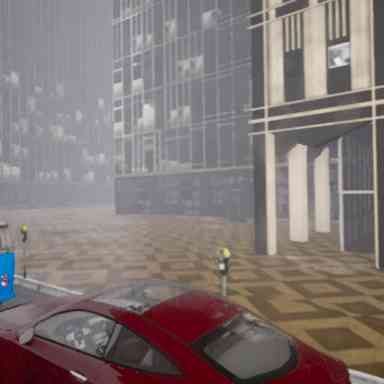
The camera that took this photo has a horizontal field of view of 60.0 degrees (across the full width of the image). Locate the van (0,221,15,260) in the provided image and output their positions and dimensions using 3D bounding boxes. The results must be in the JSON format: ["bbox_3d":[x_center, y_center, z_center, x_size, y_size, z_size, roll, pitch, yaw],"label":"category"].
[{"bbox_3d":[-5.139,1.341,6.562,3.998,1.788,1.690,0,-1,36],"label":"van"}]

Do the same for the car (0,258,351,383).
[{"bbox_3d":[-0.624,1.582,3.337,4.206,1.307,1.802,0,-1,36],"label":"car"}]
